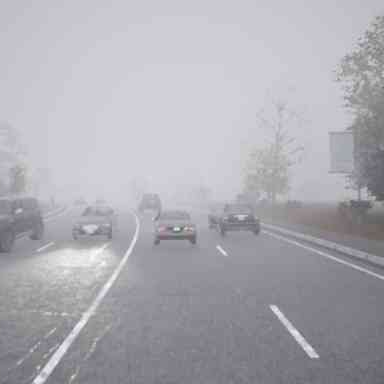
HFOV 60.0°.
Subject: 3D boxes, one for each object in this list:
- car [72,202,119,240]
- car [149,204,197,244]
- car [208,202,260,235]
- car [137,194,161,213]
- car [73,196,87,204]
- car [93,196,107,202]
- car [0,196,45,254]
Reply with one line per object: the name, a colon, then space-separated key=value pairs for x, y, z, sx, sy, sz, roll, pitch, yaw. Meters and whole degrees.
car: x=-4.841 y=1.483 z=17.195 sx=2.128 sy=1.511 sz=4.902 roll=0 pitch=0 yaw=-8
car: x=-0.911 y=1.534 z=15.852 sx=2.033 sy=1.411 sz=5.357 roll=0 pitch=0 yaw=-7
car: x=2.213 y=1.331 z=18.717 sx=2.097 sy=1.767 sz=4.553 roll=0 pitch=0 yaw=-7
car: x=-4.738 y=1.196 z=36.410 sx=2.150 sy=2.045 sz=5.566 roll=0 pitch=0 yaw=-14
car: x=-18.023 y=1.442 z=53.610 sx=1.882 sy=1.535 sz=5.008 roll=0 pitch=0 yaw=-22
car: x=-15.895 y=1.440 z=57.602 sx=1.882 sy=1.535 sz=5.008 roll=0 pitch=0 yaw=-23
car: x=-7.930 y=1.222 z=13.733 sx=2.150 sy=2.045 sz=5.566 roll=0 pitch=0 yaw=-6
